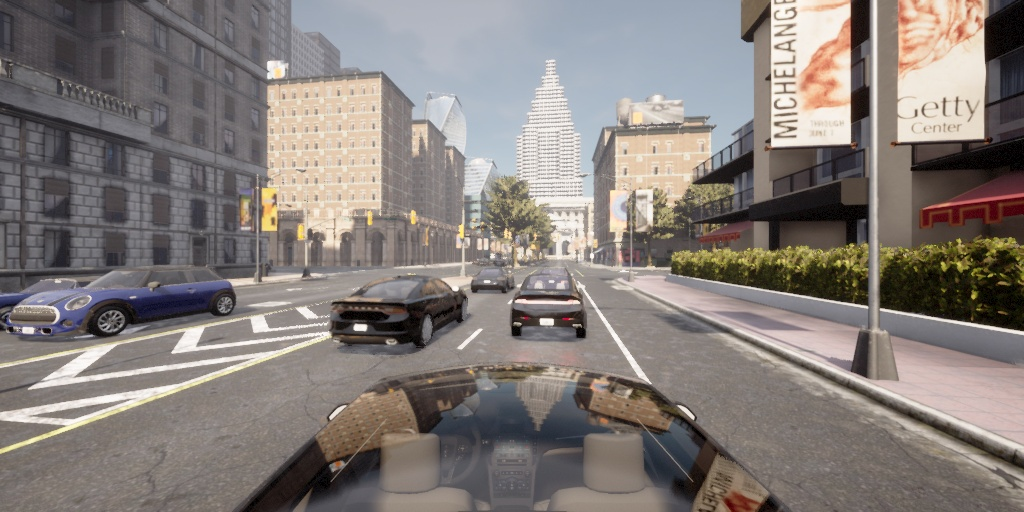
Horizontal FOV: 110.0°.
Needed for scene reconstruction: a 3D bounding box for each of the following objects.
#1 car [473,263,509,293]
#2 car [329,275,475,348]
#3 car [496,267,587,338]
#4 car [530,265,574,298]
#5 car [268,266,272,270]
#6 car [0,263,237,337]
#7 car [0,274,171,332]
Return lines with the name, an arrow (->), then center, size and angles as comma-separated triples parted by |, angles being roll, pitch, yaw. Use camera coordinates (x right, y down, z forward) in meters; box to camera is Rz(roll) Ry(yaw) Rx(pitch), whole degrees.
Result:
car -> -1.027, 1.313, 20.700 | 1.994, 1.385, 4.181 | 0, 0, 8
car -> -2.587, 1.227, 9.401 | 1.882, 1.535, 5.008 | 0, 0, 8
car -> 1.091, 1.241, 10.291 | 2.128, 1.511, 4.902 | 0, 0, 8
car -> 2.373, 1.296, 19.956 | 2.033, 1.411, 5.357 | 0, 0, 10
car -> -32.356, 1.252, 44.321 | 4.892, 1.490, 1.837 | 0, 0, 8
car -> -10.696, 1.102, 10.374 | 2.097, 1.767, 4.553 | 0, 0, 8
car -> -14.108, 1.350, 11.285 | 1.895, 1.301, 4.718 | 0, 0, 8
